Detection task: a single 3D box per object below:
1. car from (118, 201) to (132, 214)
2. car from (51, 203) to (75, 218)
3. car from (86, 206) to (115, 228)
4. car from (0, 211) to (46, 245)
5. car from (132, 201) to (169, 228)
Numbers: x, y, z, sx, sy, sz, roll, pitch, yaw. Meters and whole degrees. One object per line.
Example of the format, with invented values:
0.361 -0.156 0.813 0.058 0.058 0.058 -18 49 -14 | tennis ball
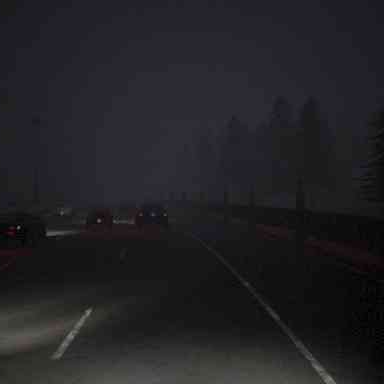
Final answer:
-8.083 1.807 41.182 1.882 1.535 5.008 0 -1 -18 | car
-13.103 1.815 33.946 1.812 1.442 4.674 0 0 -17 | car
-6.662 1.725 24.222 1.812 1.442 4.674 0 0 -13 | car
-8.537 1.670 16.196 1.812 1.442 4.674 0 0 -9 | car
-2.985 1.538 23.807 2.097 1.767 4.553 0 -1 -12 | car
